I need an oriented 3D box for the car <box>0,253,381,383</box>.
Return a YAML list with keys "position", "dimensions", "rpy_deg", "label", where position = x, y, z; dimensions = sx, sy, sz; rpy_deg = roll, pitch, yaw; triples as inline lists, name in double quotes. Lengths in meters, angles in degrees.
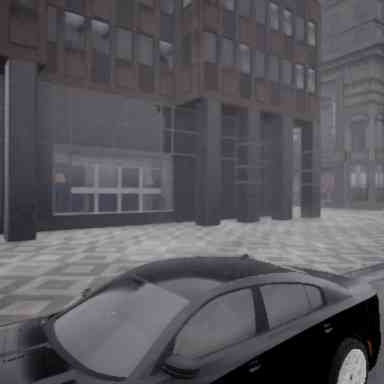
- position: [-0.065, 1.472, 3.331]
  dimensions: [5.008, 1.535, 1.882]
  rpy_deg: [0, 0, -35]
  label: "car"
